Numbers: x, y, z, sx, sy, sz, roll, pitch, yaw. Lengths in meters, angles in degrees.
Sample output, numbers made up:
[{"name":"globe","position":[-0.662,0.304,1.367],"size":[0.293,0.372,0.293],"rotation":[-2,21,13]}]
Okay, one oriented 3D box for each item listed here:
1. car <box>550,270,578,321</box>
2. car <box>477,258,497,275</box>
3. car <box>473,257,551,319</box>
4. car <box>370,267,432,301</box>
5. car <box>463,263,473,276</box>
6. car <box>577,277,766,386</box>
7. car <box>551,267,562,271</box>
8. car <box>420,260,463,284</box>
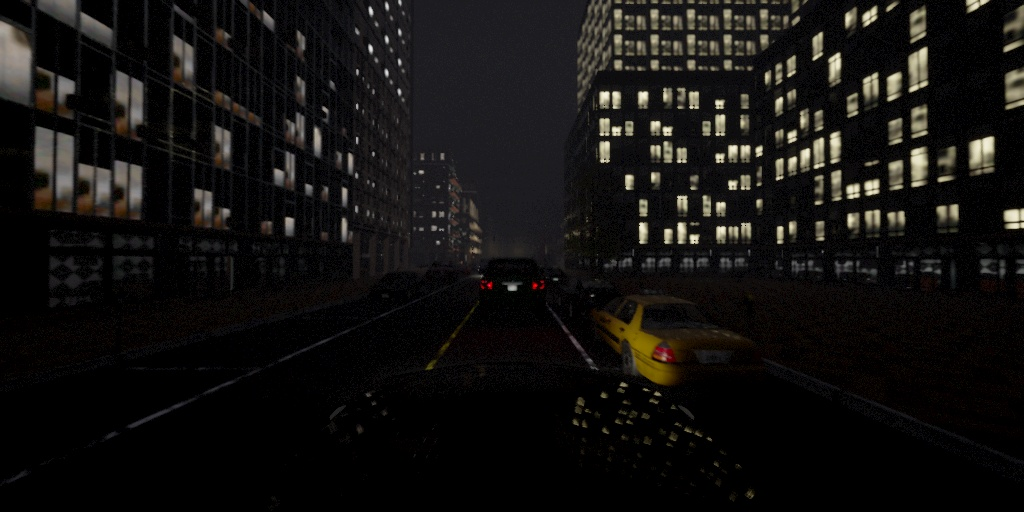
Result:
[{"name":"car","position":[2.657,1.374,12.558],"size":[2.007,1.370,4.403],"rotation":[0,0,0]},{"name":"car","position":[-3.109,1.287,45.504],"size":[2.150,2.045,5.566],"rotation":[0,0,0]},{"name":"car","position":[0.035,1.053,13.345],"size":[2.150,2.045,5.566],"rotation":[0,0,1]},{"name":"car","position":[-5.693,1.430,18.271],"size":[1.948,1.339,4.313],"rotation":[0,0,0]},{"name":"car","position":[-5.698,1.576,41.027],"size":[1.888,1.381,4.507],"rotation":[0,0,0]},{"name":"car","position":[2.663,1.310,7.039],"size":[1.751,1.417,4.829],"rotation":[0,0,0]},{"name":"car","position":[2.654,1.470,23.935],"size":[1.948,1.339,4.313],"rotation":[0,0,0]},{"name":"car","position":[-5.695,1.261,29.649],"size":[2.192,1.841,5.009],"rotation":[0,0,0]}]
